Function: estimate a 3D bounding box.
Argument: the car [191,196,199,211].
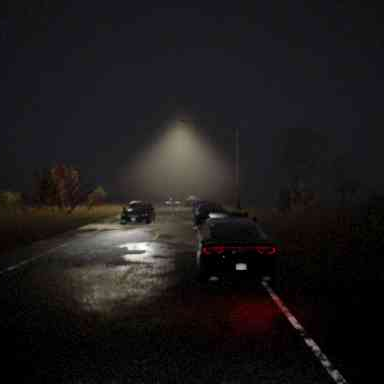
[{"bbox_3d":[1.054,1.363,25.591,1.882,1.535,5.008,0,0,0],"label":"car"}]

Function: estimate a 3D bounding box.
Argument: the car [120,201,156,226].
[{"bbox_3d":[-3.596,1.391,22.849,2.128,1.511,4.902,0,0,0],"label":"car"}]

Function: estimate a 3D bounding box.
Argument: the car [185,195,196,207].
[{"bbox_3d":[0.035,1.258,46.534,2.128,1.511,4.902,0,0,1],"label":"car"}]

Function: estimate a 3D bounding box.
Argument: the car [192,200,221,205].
[{"bbox_3d":[1.053,1.421,19.589,1.837,1.490,4.892,0,0,0],"label":"car"}]

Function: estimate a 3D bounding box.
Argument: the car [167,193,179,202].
[{"bbox_3d":[-3.569,1.005,64.229,2.097,1.767,4.553,0,0,0],"label":"car"}]

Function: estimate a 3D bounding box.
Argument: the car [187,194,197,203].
[{"bbox_3d":[0.000,1.204,60.429,1.812,1.442,4.674,0,0,0],"label":"car"}]

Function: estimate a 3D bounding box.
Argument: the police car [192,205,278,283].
[{"bbox_3d":[1.052,1.386,9.698,1.930,1.638,5.238,0,0,0],"label":"police car"}]
